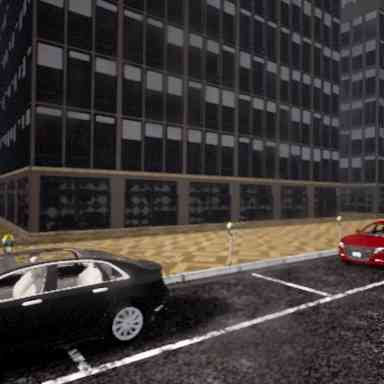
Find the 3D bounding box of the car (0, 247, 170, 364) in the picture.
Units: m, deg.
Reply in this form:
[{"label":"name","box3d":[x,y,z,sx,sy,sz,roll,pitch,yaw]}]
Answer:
[{"label":"car","box3d":[-2.419,1.559,4.830,4.403,1.369,2.008,1,0,-35]}]

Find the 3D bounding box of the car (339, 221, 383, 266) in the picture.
[{"label":"car","box3d":[6.850,1.677,11.439,4.507,1.381,1.887,1,0,-35]}]
